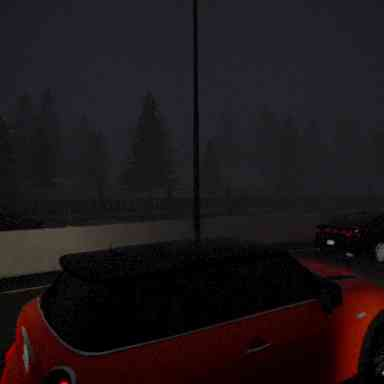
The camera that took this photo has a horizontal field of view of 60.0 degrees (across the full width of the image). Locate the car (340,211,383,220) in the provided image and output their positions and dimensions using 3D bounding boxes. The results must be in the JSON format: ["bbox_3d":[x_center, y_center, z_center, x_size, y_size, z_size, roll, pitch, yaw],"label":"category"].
[{"bbox_3d":[6.418,1.375,11.326,5.008,1.535,1.882,-1,0,-28],"label":"car"}]

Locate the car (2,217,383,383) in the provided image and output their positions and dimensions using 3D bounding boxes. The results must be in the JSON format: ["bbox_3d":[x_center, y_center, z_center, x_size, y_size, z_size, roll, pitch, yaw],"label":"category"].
[{"bbox_3d":[0.452,1.330,3.829,4.553,1.767,2.097,-1,0,-33],"label":"car"}]

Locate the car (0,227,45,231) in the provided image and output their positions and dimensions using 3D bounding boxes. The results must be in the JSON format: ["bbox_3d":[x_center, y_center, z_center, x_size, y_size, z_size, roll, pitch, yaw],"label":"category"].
[{"bbox_3d":[-7.558,1.483,11.329,4.902,1.511,2.128,-1,0,-34],"label":"car"}]
